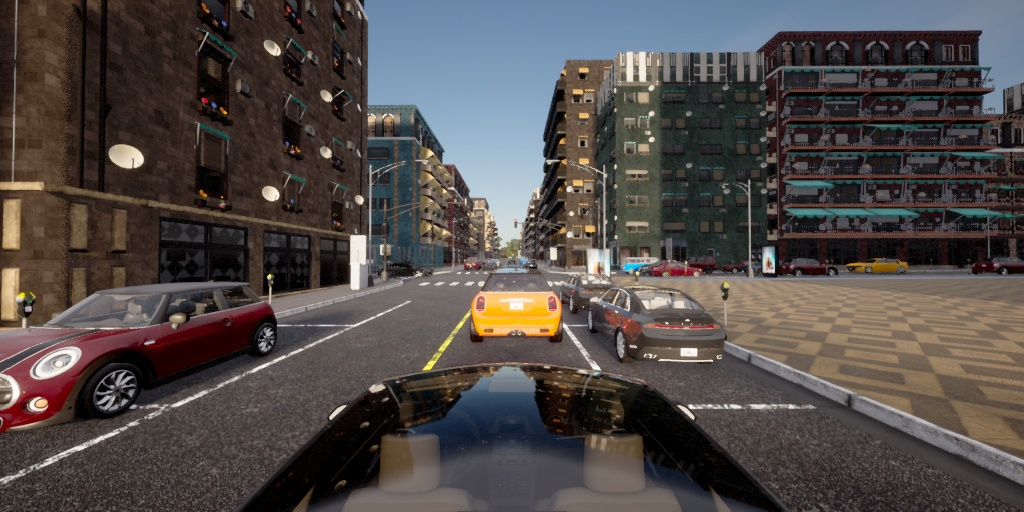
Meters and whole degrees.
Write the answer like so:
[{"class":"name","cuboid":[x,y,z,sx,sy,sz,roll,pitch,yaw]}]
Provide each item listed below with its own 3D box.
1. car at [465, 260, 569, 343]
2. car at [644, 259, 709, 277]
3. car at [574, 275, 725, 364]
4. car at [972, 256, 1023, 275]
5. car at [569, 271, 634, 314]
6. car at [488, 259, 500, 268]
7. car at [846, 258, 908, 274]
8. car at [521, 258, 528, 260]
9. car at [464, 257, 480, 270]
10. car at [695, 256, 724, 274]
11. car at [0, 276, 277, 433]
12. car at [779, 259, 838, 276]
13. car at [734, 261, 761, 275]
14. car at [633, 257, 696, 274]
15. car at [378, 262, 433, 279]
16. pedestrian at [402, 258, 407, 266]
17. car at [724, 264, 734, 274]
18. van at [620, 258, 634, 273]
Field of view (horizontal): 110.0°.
[{"class":"car","cuboid":[0.098,1.104,9.886,2.097,1.767,4.553,0,0,0]},{"class":"car","cuboid":[13.709,1.162,30.103,4.207,1.307,1.802,0,0,0]},{"class":"car","cuboid":[2.821,1.302,7.906,2.007,1.370,4.403,0,0,0]},{"class":"car","cuboid":[41.346,0.811,29.903,4.097,1.591,1.967,0,0,0]},{"class":"car","cuboid":[2.821,1.304,13.476,2.007,1.370,4.403,0,0,0]},{"class":"car","cuboid":[-3.077,1.298,60.957,1.812,1.442,4.674,0,0,0]},{"class":"car","cuboid":[36.265,0.973,35.730,5.008,1.535,1.882,0,-1,1]},{"class":"car","cuboid":[2.694,1.334,51.669,1.948,1.339,4.313,0,0,0]},{"class":"car","cuboid":[-5.687,1.083,51.710,2.192,1.841,5.009,0,0,0]},{"class":"car","cuboid":[19.299,0.977,38.443,5.009,1.841,2.192,0,0,0]},{"class":"car","cuboid":[-5.819,1.191,5.671,1.967,1.591,4.097,0,0,0]},{"class":"car","cuboid":[24.765,0.935,30.023,4.097,1.591,1.967,0,0,0]},{"class":"car","cuboid":[25.726,1.122,35.813,5.357,1.411,2.033,0,-1,1]},{"class":"car","cuboid":[15.203,1.147,35.893,4.902,1.511,2.128,0,-1,0]},{"class":"car","cuboid":[-9.745,1.309,32.869,4.892,1.490,1.837,-1,-1,0]},{"class":"pedestrian","cuboid":[-12.527,1.097,41.635,0.375,1.860,0.375,0,0,0]},{"class":"car","cuboid":[24.827,1.165,38.403,4.507,1.381,1.888,0,0,0]},{"class":"van","cuboid":[13.772,1.046,38.483,3.998,1.789,1.690,0,0,0]}]
